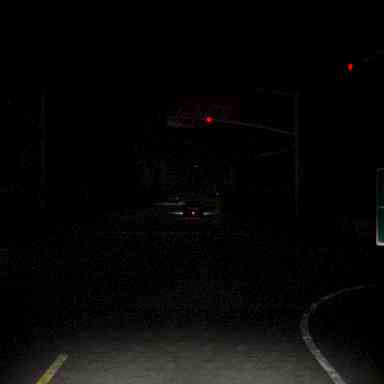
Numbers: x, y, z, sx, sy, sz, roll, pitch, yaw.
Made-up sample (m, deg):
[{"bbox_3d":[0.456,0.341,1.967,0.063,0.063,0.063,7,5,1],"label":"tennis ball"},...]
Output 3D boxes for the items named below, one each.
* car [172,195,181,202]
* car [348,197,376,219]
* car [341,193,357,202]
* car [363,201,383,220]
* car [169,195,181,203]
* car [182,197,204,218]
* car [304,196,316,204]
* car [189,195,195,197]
[{"bbox_3d":[-3.668,1.540,78.880,2.033,1.411,5.357,0,0,0],"label":"car"},{"bbox_3d":[14.296,1.505,24.968,3.866,1.878,1.905,0,0,0],"label":"car"},{"bbox_3d":[34.696,1.490,71.886,2.007,1.523,4.514,0,0,0],"label":"car"},{"bbox_3d":[18.606,1.672,30.651,4.611,1.667,2.242,0,0,0],"label":"car"},{"bbox_3d":[-3.655,1.352,68.557,2.097,1.767,4.553,0,0,0],"label":"car"},{"bbox_3d":[0.087,1.595,31.685,1.837,1.490,4.892,2,0,-1],"label":"car"},{"bbox_3d":[22.316,1.553,64.058,1.970,1.475,3.806,0,0,0],"label":"car"},{"bbox_3d":[-0.184,1.553,86.304,1.994,1.385,4.181,0,0,0],"label":"car"}]
